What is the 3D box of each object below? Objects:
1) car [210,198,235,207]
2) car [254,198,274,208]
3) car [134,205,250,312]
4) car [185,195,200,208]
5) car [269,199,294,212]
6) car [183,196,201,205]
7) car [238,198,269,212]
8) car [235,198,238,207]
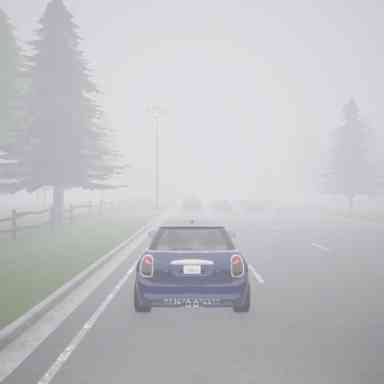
[{"bbox_3d":[3.511,1.564,38.908,1.994,1.385,4.181,0,0,0],"label":"car"},{"bbox_3d":[10.514,1.564,48.910,1.994,1.385,4.181,0,0,0],"label":"car"},{"bbox_3d":[0.002,1.352,7.842,2.097,1.767,4.553,0,0,0],"label":"car"},{"bbox_3d":[0.014,1.352,48.883,2.097,1.767,4.553,0,0,0],"label":"car"},{"bbox_3d":[10.511,1.526,38.906,1.812,1.442,4.674,0,0,0],"label":"car"},{"bbox_3d":[0.011,1.352,38.879,2.097,1.767,4.553,0,0,0],"label":"car"},{"bbox_3d":[7.011,1.547,38.491,2.033,1.411,5.357,0,0,0],"label":"car"},{"bbox_3d":[7.014,1.564,48.911,1.994,1.385,4.181,0,0,0],"label":"car"}]
